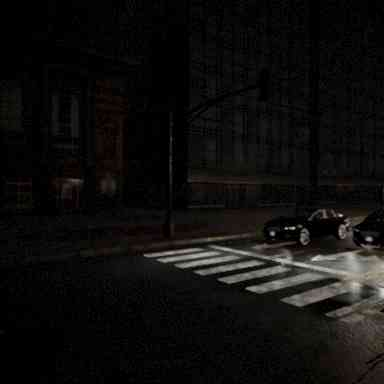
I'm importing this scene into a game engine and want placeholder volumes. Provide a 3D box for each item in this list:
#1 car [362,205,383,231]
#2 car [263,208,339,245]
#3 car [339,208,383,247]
[{"bbox_3d":[12.652,1.563,20.688,4.181,1.385,1.994,0,0,-35],"label":"car"},{"bbox_3d":[5.410,1.495,15.525,4.902,1.511,2.128,0,0,-35],"label":"car"},{"bbox_3d":[8.575,1.488,13.788,4.902,1.511,2.128,0,0,-35],"label":"car"}]
